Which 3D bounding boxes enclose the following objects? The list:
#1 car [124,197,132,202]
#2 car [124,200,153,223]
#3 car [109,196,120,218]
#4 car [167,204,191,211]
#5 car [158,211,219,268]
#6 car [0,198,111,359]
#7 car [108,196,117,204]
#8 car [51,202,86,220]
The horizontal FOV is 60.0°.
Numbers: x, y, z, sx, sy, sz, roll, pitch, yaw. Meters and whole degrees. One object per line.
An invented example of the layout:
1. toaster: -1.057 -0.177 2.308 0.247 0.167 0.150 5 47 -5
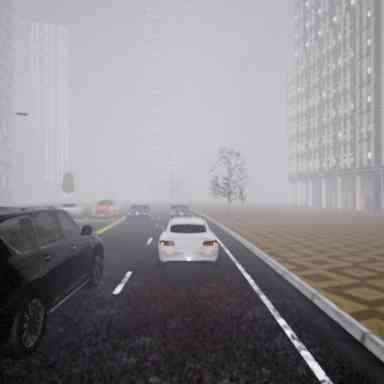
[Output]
1. car: -14.053 1.773 73.036 2.033 1.411 5.357 0 0 -11
2. car: -4.255 1.674 27.168 2.033 1.411 5.357 0 0 -4
3. car: -8.080 1.501 31.456 2.097 1.767 4.553 0 0 -5
4. car: -1.007 1.671 27.304 2.033 1.411 5.357 0 0 -4
5. car: -0.153 1.578 11.368 1.812 1.442 4.674 0 0 -2
6. car: -3.279 1.255 6.139 2.150 2.045 5.566 0 0 -1
7. car: -17.233 1.736 72.362 1.837 1.490 4.892 0 0 -11
8. car: -11.275 1.674 30.744 1.812 1.442 4.674 0 0 -5
